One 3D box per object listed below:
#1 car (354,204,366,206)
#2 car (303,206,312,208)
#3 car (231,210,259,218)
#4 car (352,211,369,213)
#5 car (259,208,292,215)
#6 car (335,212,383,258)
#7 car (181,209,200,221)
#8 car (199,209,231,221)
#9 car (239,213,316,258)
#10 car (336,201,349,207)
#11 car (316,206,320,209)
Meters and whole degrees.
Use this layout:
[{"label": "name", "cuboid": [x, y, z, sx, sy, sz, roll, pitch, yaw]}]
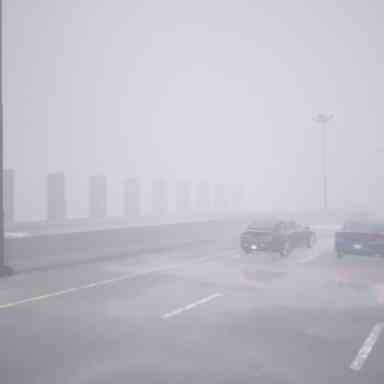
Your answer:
[{"label": "car", "cuboid": [35.880, 2.852, 71.126, 1.994, 1.385, 4.181, -3, -2, 38]}, {"label": "car", "cuboid": [27.454, 3.461, 77.375, 2.033, 1.411, 5.357, -3, -2, 38]}, {"label": "car", "cuboid": [7.244, 2.844, 40.953, 1.895, 1.301, 4.718, -3, -2, 40]}, {"label": "car", "cuboid": [13.549, 2.198, 26.536, 1.994, 1.385, 4.181, -3, -2, 40]}, {"label": "car", "cuboid": [10.153, 2.648, 39.064, 1.812, 1.442, 4.674, -3, -2, 41]}, {"label": "car", "cuboid": [7.455, 1.802, 13.717, 1.882, 1.535, 5.008, -3, -2, 40]}, {"label": "car", "cuboid": [0.915, 3.027, 44.218, 2.033, 1.411, 5.357, -3, -2, 40]}, {"label": "car", "cuboid": [3.734, 2.901, 42.149, 2.033, 1.411, 5.357, -3, -2, 40]}, {"label": "car", "cuboid": [3.997, 1.944, 15.033, 1.837, 1.490, 4.892, -3, -2, 40]}, {"label": "car", "cuboid": [33.155, 2.783, 73.330, 2.097, 1.767, 4.553, -3, -2, 38]}, {"label": "car", "cuboid": [30.194, 3.346, 75.200, 1.994, 1.385, 4.181, -3, -2, 38]}]
